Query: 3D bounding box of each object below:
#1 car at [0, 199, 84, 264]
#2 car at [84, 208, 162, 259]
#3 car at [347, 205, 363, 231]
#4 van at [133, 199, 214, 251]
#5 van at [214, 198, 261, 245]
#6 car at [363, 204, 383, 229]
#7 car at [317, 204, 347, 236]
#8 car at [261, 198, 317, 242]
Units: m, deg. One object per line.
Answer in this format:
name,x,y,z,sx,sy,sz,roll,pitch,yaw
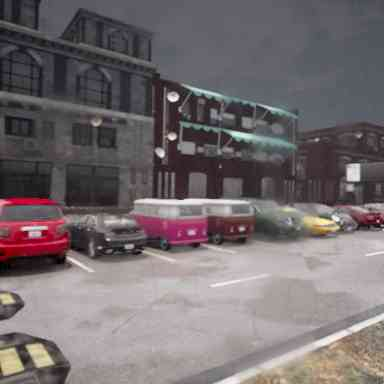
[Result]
car,-5.840,1.247,11.285,2.435,2.045,5.566,1,0,-35
car,-3.453,1.528,12.929,2.231,1.521,4.892,0,0,-35
car,7.763,1.510,20.929,2.185,1.767,4.553,0,0,-35
van,-1.253,1.327,14.640,1.878,1.987,4.442,1,0,-35
van,0.914,1.349,16.172,1.878,1.987,4.442,1,0,-35
car,10.049,1.653,22.507,2.097,1.535,5.008,0,0,-35
car,5.721,1.616,19.214,1.946,1.575,5.366,1,0,-35
car,3.363,1.346,17.730,2.435,2.045,5.566,1,0,-35
